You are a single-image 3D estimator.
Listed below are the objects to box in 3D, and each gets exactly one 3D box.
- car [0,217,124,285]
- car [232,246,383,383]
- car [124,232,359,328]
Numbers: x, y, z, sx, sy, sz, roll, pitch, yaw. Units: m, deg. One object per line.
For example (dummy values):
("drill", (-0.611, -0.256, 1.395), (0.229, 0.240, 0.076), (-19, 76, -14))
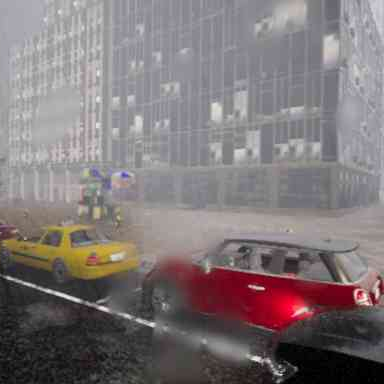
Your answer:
("car", (-3.607, 1.456, 9.139), (4.829, 1.417, 1.752), (1, 1, 36))
("car", (2.895, 1.528, 2.283), (4.892, 1.490, 1.837), (1, 0, 36))
("car", (1.024, 1.430, 5.820), (4.097, 1.590, 1.967), (1, 1, 36))
